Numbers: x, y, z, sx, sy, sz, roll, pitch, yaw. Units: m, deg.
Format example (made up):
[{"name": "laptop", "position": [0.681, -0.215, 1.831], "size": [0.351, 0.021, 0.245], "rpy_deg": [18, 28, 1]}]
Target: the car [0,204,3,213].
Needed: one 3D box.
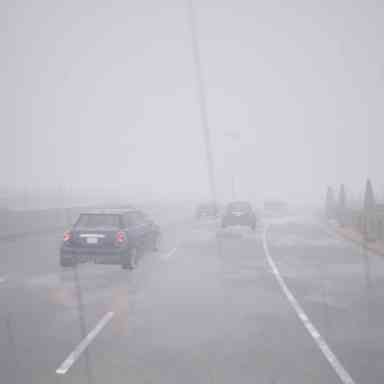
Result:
[{"name": "car", "position": [-12.354, 1.439, 16.888], "size": [1.837, 1.490, 4.892], "rpy_deg": [0, 0, 11]}]

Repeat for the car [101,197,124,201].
[{"name": "car", "position": [-10.828, 1.446, 44.718], "size": [1.837, 1.490, 4.892], "rpy_deg": [0, 0, 25]}]

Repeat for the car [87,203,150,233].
[{"name": "car", "position": [-4.303, 1.476, 20.378], "size": [1.837, 1.490, 4.892], "rpy_deg": [0, 0, 13]}]

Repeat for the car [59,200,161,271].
[{"name": "car", "position": [-2.449, 1.336, 11.133], "size": [2.097, 1.767, 4.553], "rpy_deg": [0, 0, 7]}]

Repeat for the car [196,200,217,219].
[{"name": "car", "position": [1.761, 1.502, 28.688], "size": [1.837, 1.490, 4.892], "rpy_deg": [0, 0, 19]}]

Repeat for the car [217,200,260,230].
[{"name": "car", "position": [3.246, 1.359, 21.661], "size": [2.097, 1.767, 4.553], "rpy_deg": [0, 0, 15]}]

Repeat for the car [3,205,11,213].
[{"name": "car", "position": [-14.714, 1.427, 22.669], "size": [1.837, 1.490, 4.892], "rpy_deg": [0, 0, 13]}]

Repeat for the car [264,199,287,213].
[{"name": "car", "position": [9.722, 1.509, 38.446], "size": [1.882, 1.535, 5.008], "rpy_deg": [0, 0, 26]}]
